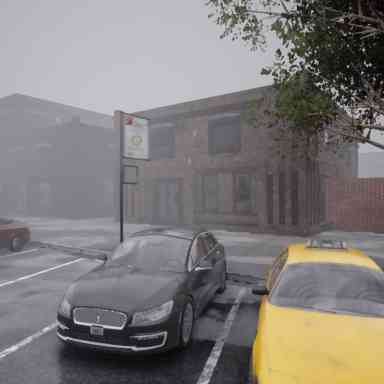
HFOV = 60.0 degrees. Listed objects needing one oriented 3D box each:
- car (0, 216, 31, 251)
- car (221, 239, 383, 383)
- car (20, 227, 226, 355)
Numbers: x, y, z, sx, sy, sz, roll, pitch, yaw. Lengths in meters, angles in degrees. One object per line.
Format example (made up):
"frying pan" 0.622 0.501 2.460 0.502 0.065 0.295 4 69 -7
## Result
"car" -7.839 1.528 11.717 2.002 1.452 4.674 1 -1 16
"car" 1.863 1.480 4.543 1.946 1.575 5.366 1 -1 16
"car" -0.523 1.487 6.474 2.231 1.521 4.892 1 -1 16
